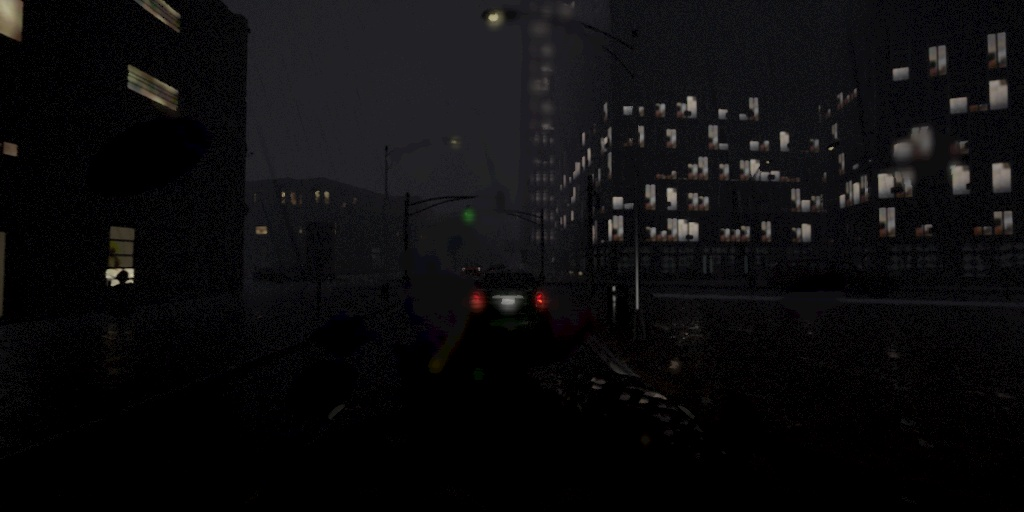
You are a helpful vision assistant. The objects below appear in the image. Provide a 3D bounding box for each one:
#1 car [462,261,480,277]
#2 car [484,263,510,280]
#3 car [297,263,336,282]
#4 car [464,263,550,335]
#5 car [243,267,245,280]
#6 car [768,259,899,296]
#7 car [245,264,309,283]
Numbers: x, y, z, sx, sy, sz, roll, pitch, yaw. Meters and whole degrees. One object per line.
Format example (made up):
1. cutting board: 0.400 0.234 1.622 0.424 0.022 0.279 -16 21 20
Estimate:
1. car: -4.627 1.492 41.673 2.097 1.767 4.553 0 -1 -5
2. car: -1.536 1.612 37.883 1.837 1.490 4.892 3 0 8
3. car: -18.432 1.443 32.717 4.553 1.767 2.097 0 -2 19
4. car: -0.107 1.192 10.989 2.097 1.767 4.553 0 -1 -1
5. car: -29.635 1.393 36.518 5.566 2.045 2.150 -1 -2 18
6. car: 16.066 1.084 18.261 5.009 1.841 2.192 0 0 19
7. car: -20.094 1.600 30.654 4.313 1.339 1.948 0 0 19
